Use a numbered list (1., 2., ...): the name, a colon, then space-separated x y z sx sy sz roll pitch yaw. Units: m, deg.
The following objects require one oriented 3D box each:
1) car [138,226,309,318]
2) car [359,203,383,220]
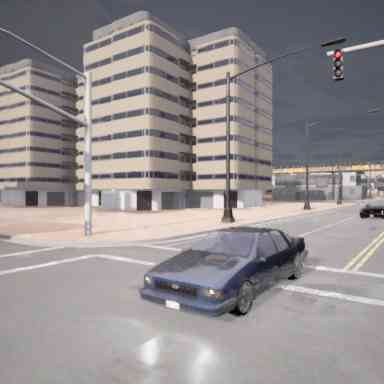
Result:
1. car: 1.199 1.549 7.877 2.033 1.411 5.357 0 0 35
2. car: 15.368 1.600 27.907 1.895 1.301 4.718 0 0 35
